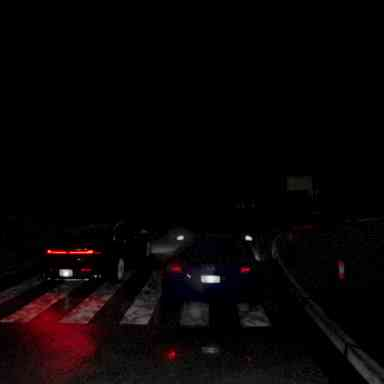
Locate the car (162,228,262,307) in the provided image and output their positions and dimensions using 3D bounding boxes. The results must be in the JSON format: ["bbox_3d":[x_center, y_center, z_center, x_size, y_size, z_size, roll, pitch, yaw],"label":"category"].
[{"bbox_3d":[0.537,1.567,8.107,1.994,1.385,4.181,-1,0,6],"label":"car"}]

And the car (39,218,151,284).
[{"bbox_3d":[-2.517,1.538,9.730,1.837,1.490,4.892,-1,0,6],"label":"car"}]

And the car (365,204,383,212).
[{"bbox_3d":[29.155,2.659,54.001,1.895,1.301,4.718,0,-3,-5],"label":"car"}]

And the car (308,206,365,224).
[{"bbox_3d":[12.563,1.972,29.644,4.902,1.511,2.128,-1,-3,-27],"label":"car"}]
